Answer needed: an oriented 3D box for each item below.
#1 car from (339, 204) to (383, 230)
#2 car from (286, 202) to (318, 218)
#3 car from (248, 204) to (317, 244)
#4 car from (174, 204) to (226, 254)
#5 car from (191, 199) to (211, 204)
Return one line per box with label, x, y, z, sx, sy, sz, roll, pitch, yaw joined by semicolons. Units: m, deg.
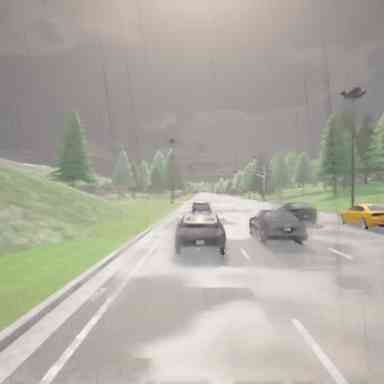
car;11.038;1.475;20.996;1.882;1.535;5.008;0;0;2
car;7.642;1.466;24.564;1.882;1.535;5.008;0;0;2
car;3.876;1.538;15.772;2.033;1.411;5.357;0;0;2
car;0.332;1.479;13.504;2.128;1.511;4.902;0;0;1
car;0.939;1.458;34.648;2.128;1.511;4.902;0;0;2
